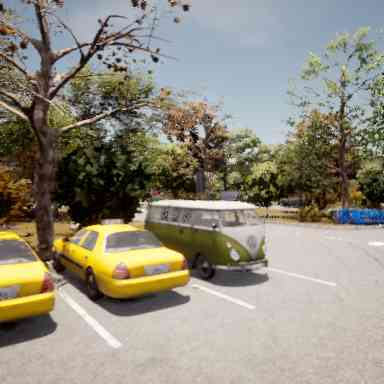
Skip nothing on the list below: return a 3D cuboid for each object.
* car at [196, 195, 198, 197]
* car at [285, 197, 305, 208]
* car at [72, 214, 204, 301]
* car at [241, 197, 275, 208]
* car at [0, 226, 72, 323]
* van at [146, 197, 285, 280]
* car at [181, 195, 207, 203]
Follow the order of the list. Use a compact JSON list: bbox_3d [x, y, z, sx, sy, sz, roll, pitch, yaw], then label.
[{"bbox_3d":[-2.000,1.549,29.462,2.150,2.045,5.566,-2,2,-35],"label":"car"},{"bbox_3d":[15.290,1.582,50.445,2.128,1.511,4.902,-2,2,-35],"label":"car"},{"bbox_3d":[-2.151,1.474,8.512,1.946,1.575,5.366,0,0,-35],"label":"car"},{"bbox_3d":[10.261,1.657,52.181,2.033,1.411,5.357,-2,2,-36],"label":"car"},{"bbox_3d":[-4.318,1.475,6.967,1.946,1.575,5.366,0,0,-35],"label":"car"},{"bbox_3d":[0.299,1.256,9.888,1.878,1.987,4.442,0,0,-35],"label":"van"},{"bbox_3d":[0.381,1.284,61.571,4.902,1.511,2.128,0,-1,1],"label":"car"}]
